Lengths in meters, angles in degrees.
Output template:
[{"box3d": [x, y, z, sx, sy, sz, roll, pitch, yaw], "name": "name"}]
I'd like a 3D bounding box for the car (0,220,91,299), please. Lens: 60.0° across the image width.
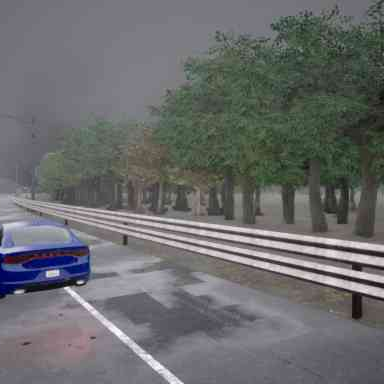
[{"box3d": [-4.204, 1.478, 8.671, 1.882, 1.535, 5.008, 0, 0, -35], "name": "car"}]
